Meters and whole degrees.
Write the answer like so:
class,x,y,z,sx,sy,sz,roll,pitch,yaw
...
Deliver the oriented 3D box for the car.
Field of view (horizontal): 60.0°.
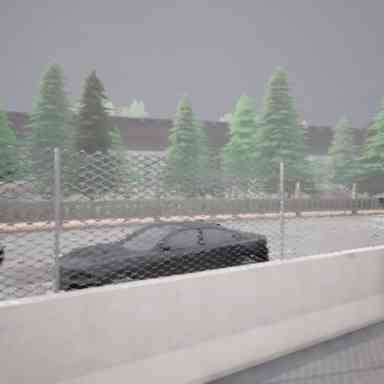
class,x,y,z,sx,sy,sz,roll,pitch,yaw
car,-0.459,1.426,7.684,5.008,1.535,1.882,0,0,-33
